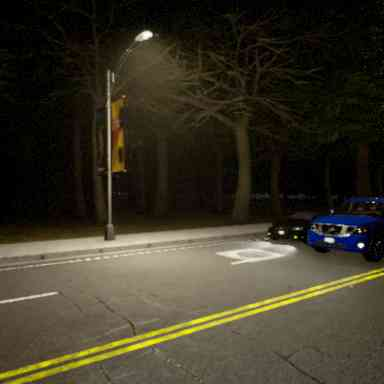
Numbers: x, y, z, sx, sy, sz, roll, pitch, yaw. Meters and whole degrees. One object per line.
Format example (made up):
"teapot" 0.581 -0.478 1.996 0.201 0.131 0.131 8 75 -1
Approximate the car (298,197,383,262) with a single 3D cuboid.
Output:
"car" 6.736 1.224 12.477 5.566 2.045 2.150 0 0 -35

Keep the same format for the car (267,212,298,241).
"car" 5.496 1.566 15.581 4.181 1.385 1.994 0 0 -35
